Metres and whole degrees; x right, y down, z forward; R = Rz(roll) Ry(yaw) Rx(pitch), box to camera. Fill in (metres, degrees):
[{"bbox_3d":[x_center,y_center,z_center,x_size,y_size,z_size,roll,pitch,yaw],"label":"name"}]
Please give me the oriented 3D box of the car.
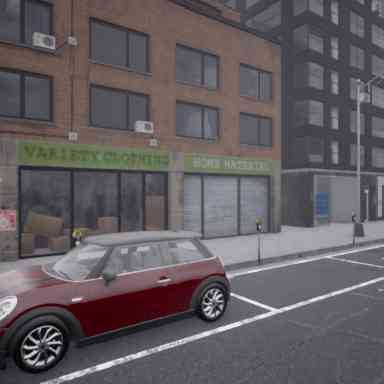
[{"bbox_3d":[-1.369,1.440,5.559,4.097,1.590,1.967,0,0,-36],"label":"car"}]
